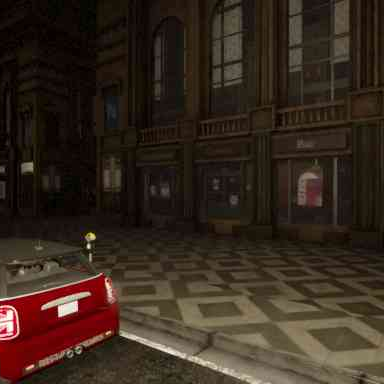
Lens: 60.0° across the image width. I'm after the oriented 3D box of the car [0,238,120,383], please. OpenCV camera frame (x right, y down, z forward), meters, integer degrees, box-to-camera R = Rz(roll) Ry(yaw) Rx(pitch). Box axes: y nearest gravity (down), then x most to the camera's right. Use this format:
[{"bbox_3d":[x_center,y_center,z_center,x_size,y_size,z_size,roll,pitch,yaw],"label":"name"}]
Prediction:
[{"bbox_3d":[-3.080,1.440,5.165,4.097,1.590,1.967,0,0,36],"label":"car"}]
